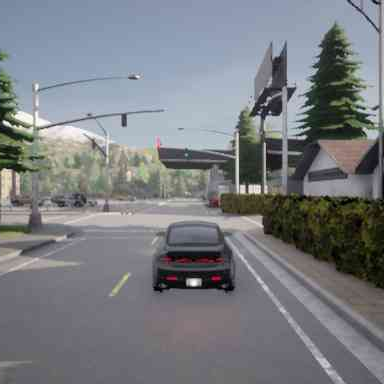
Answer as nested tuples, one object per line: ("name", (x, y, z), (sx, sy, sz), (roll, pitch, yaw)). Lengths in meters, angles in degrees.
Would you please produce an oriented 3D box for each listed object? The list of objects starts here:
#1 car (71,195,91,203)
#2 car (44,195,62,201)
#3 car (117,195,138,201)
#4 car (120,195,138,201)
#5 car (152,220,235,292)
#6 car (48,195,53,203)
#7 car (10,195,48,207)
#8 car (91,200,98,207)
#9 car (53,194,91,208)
("car", (-24.121, 1.518, 72.498), (3.633, 1.501, 1.845), (0, 0, -1))
("car", (-35.197, 1.615, 84.413), (3.806, 1.475, 1.970), (0, 0, -1))
("car", (-16.531, 1.561, 84.397), (5.027, 1.636, 2.152), (0, 0, -1))
("car", (-16.605, 1.578, 87.534), (4.514, 1.523, 2.007), (0, 0, -1))
("car", (0.052, 1.531, 9.010), (1.837, 1.490, 4.892), (0, 0, 0))
("car", (-24.093, 1.469, 62.505), (4.514, 1.523, 2.007), (0, 0, -1))
("car", (-24.717, 1.234, 50.044), (4.605, 1.855, 1.932), (0, 0, -1))
("car", (-16.238, 1.498, 50.141), (3.806, 1.475, 1.970), (0, 0, -1))
("car", (-16.826, 1.205, 46.813), (3.866, 1.878, 1.905), (0, 0, -1))
